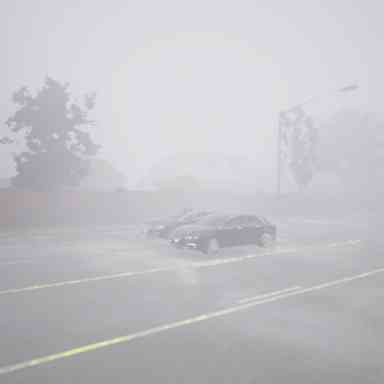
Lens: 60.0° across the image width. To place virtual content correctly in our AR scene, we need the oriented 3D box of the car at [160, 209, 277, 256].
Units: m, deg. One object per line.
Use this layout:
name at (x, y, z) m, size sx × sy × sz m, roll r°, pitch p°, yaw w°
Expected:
car at (1.407, 1.584, 13.597) m, size 4.892 × 1.490 × 1.837 m, roll 1°, pitch -1°, yaw -35°

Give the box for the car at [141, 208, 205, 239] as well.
car at (-0.149, 1.575, 16.785) m, size 4.902 × 1.511 × 2.128 m, roll 1°, pitch 0°, yaw -35°
